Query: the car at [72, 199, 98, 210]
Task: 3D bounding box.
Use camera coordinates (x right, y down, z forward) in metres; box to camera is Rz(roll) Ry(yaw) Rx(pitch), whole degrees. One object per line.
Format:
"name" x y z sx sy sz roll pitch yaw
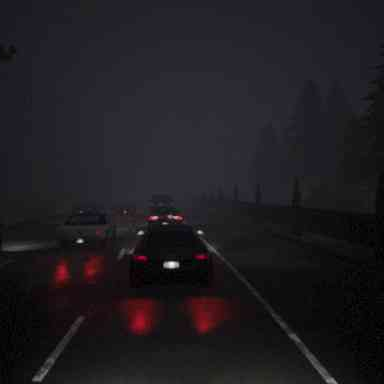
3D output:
"car" -9.908 1.570 31.051 1.812 1.442 4.674 0 0 -6

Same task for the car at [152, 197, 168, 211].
"car" -4.108 1.511 42.041 1.801 1.575 5.366 0 0 -7

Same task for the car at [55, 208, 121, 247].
"car" -4.615 1.623 15.202 1.895 1.301 4.718 0 0 -6

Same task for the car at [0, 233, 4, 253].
"car" -7.654 1.543 10.238 1.812 1.442 4.674 0 0 -5

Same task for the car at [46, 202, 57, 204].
"car" -28.293 1.642 68.052 2.033 1.411 5.357 0 0 -6

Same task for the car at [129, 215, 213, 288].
"car" -0.600 1.576 9.323 1.994 1.385 4.181 0 0 -4

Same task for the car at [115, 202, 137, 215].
"car" -6.794 1.648 34.659 1.895 1.301 4.718 0 0 -6

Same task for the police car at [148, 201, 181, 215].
"police car" -1.621 1.532 19.767 2.038 1.542 4.974 0 0 -6

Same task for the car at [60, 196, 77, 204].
"car" -24.580 1.623 66.376 2.128 1.511 4.902 0 0 -6

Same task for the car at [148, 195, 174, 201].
"car" -2.798 1.256 30.432 2.150 2.045 5.566 0 -1 -6
